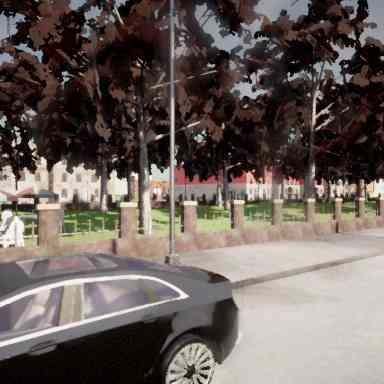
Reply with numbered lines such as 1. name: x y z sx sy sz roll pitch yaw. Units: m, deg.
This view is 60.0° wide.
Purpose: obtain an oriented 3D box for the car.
1. car: -1.669 1.492 3.415 4.902 1.511 2.128 0 0 -36
